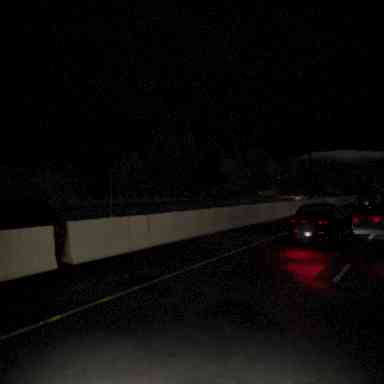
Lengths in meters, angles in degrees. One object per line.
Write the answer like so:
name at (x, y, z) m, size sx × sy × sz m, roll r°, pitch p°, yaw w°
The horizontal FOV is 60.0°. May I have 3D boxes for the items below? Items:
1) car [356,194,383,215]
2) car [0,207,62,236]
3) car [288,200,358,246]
car at (15.575, 0.970, 29.205) m, size 2.097 × 1.767 × 4.553 m, roll 1°, pitch 1°, yaw 34°
car at (-7.711, 1.057, 13.422) m, size 2.097 × 1.767 × 4.553 m, roll 1°, pitch 1°, yaw 33°
car at (5.523, 1.235, 14.030) m, size 1.837 × 1.490 × 4.892 m, roll 1°, pitch 1°, yaw 34°
